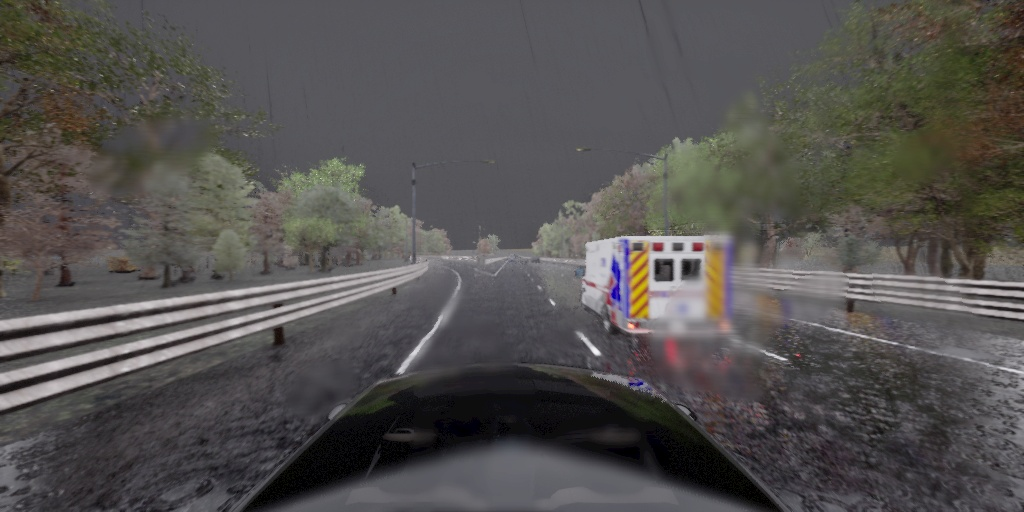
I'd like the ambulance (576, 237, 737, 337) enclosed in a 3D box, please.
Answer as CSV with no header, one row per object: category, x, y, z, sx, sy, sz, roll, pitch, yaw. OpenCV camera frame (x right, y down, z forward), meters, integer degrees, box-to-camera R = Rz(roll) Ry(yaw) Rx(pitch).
ambulance,3.497,0.804,10.457,2.351,2.431,6.366,0,0,0
